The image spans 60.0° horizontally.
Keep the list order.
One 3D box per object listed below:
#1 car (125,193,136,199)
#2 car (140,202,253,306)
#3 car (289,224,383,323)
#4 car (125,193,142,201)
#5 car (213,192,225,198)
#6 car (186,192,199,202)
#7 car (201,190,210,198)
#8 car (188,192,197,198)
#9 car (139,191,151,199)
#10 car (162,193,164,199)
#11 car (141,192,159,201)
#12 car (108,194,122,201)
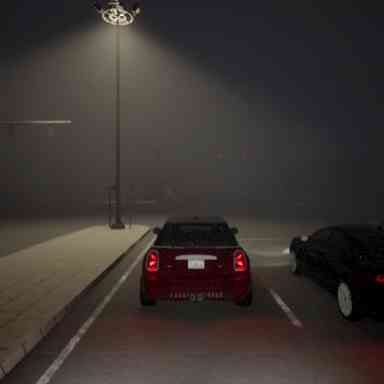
[{"bbox_3d":[-14.832,0.916,80.732,1.994,1.385,4.181,0,0,0],"label":"car"},{"bbox_3d":[0.083,1.288,8.037,2.097,1.767,4.553,0,0,0],"label":"car"},{"bbox_3d":[3.578,1.420,7.162,1.882,1.535,5.008,0,0,0],"label":"car"},{"bbox_3d":[-11.395,0.974,63.812,1.882,1.535,5.008,0,1,1],"label":"car"},{"bbox_3d":[7.179,0.671,85.900,2.097,1.767,4.553,0,0,0],"label":"car"},{"bbox_3d":[0.114,1.044,54.920,1.882,1.535,5.008,0,0,0],"label":"car"},{"bbox_3d":[3.679,0.868,85.939,1.994,1.385,4.181,0,0,0],"label":"car"},{"bbox_3d":[0.178,0.842,85.529,2.128,1.511,4.902,0,0,0],"label":"car"},{"bbox_3d":[-11.333,0.722,80.304,2.097,1.767,4.553,0,0,0],"label":"car"},{"bbox_3d":[-7.833,0.962,80.289,1.895,1.301,4.718,0,0,0],"label":"car"},{"bbox_3d":[-7.899,1.060,63.848,1.994,1.385,4.181,0,0,1],"label":"car"},{"bbox_3d":[-14.887,1.055,64.430,1.994,1.385,4.181,0,0,1],"label":"car"}]
